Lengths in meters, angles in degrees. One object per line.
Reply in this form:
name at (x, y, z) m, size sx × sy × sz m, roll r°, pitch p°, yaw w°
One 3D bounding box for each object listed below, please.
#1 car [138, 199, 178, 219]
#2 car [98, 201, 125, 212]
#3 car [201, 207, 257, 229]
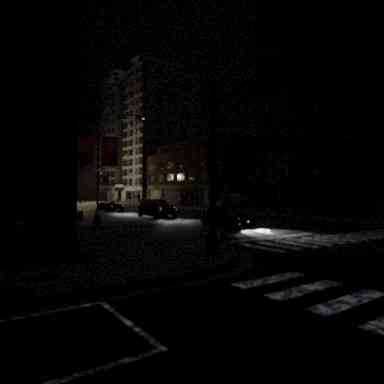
car at (-3.196, 1.468, 30.580) m, size 2.097 × 1.767 × 4.553 m, roll 1°, pitch 0°, yaw -36°
car at (-9.703, 1.698, 39.679) m, size 1.895 × 1.301 × 4.718 m, roll 1°, pitch 0°, yaw -36°
car at (2.420, 1.696, 22.730) m, size 1.994 × 1.385 × 4.181 m, roll 1°, pitch 0°, yaw -35°
